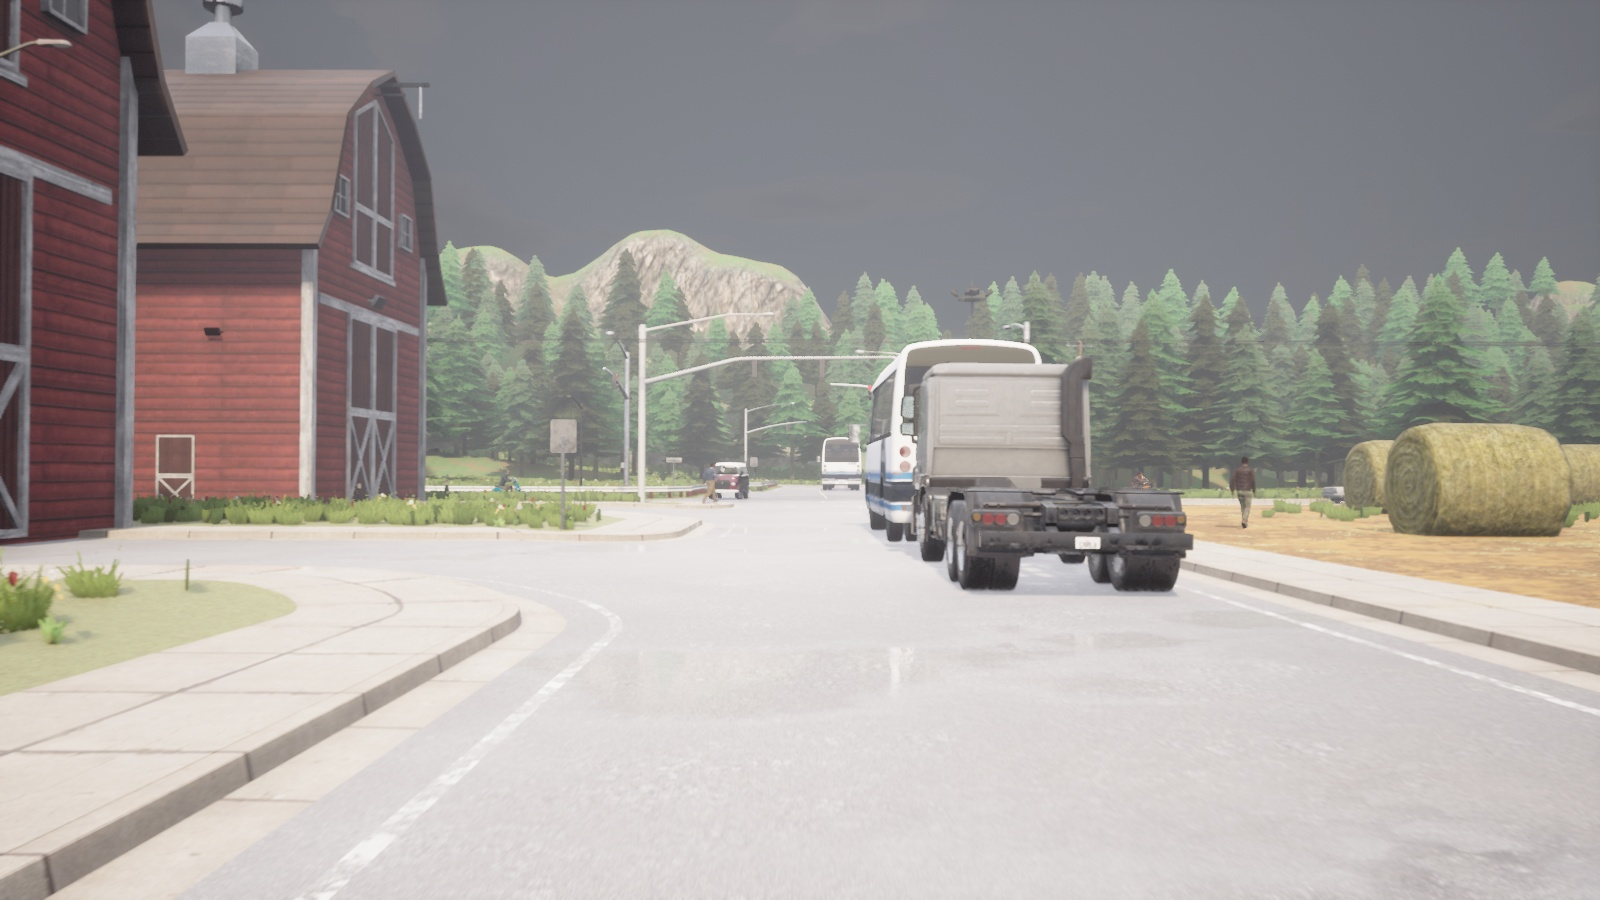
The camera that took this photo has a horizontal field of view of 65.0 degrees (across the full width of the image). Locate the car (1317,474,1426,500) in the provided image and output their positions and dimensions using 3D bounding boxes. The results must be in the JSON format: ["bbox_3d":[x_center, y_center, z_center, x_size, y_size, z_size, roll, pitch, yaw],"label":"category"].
[{"bbox_3d":[29.293,1.904,64.458,4.718,1.301,1.895,0,-1,1],"label":"car"}]

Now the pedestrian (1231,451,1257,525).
[{"bbox_3d":[11.215,0.953,31.722,0.431,1.840,0.703,-1,-1,33],"label":"pedestrian"}]

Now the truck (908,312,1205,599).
[{"bbox_3d":[3.454,0.124,19.178,2.891,3.462,7.936,0,-1,0],"label":"truck"}]

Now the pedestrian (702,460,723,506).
[{"bbox_3d":[-3.747,1.386,53.621,0.788,1.949,0.423,1,-1,-44],"label":"pedestrian"}]

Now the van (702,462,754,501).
[{"bbox_3d":[-3.931,1.716,69.042,2.069,2.038,4.480,1,-1,7],"label":"van"}]

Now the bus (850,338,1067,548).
[{"bbox_3d":[3.420,-0.063,30.646,3.944,4.253,10.273,0,-1,0],"label":"bus"}]
